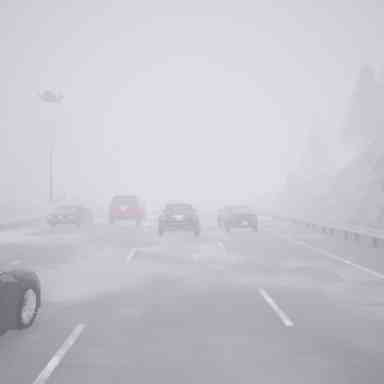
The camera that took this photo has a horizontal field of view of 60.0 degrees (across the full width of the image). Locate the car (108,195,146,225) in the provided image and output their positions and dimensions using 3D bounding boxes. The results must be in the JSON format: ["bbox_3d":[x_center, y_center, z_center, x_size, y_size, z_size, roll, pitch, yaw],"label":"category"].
[{"bbox_3d":[-4.585,1.193,24.100,2.150,2.045,5.566,0,0,-4],"label":"car"}]

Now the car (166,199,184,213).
[{"bbox_3d":[-1.892,1.544,37.310,1.895,1.301,4.718,0,0,-4],"label":"car"}]

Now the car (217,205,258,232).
[{"bbox_3d":[2.676,1.488,19.931,1.812,1.442,4.674,0,0,-3],"label":"car"}]

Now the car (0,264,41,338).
[{"bbox_3d":[-3.548,1.506,3.975,1.837,1.490,4.892,0,0,-1],"label":"car"}]

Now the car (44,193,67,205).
[{"bbox_3d":[-24.451,1.178,59.921,2.150,2.045,5.566,0,0,-3],"label":"car"}]

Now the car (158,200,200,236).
[{"bbox_3d":[-0.750,1.324,18.508,2.097,1.767,4.553,0,0,-3],"label":"car"}]

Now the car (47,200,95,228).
[{"bbox_3d":[-7.981,1.528,22.326,2.033,1.411,5.357,0,0,-4],"label":"car"}]
